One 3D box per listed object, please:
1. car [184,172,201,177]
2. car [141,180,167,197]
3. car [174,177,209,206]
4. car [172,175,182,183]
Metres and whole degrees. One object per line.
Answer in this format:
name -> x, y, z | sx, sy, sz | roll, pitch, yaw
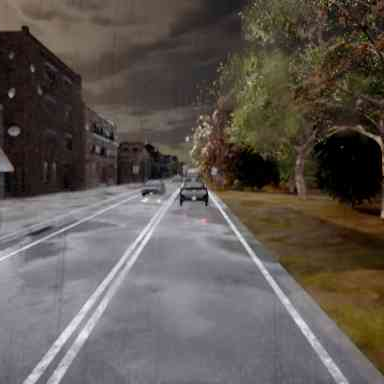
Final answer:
car -> 0.181, -1.453, 41.739 | 2.150, 2.045, 5.566 | 0, 3, 0
car -> -3.307, -0.410, 29.785 | 2.033, 1.411, 5.357 | 0, 4, 0
car -> 0.124, 0.007, 22.416 | 2.128, 1.511, 4.902 | 0, 4, 0
car -> -3.009, -2.833, 70.611 | 2.097, 1.767, 4.553 | 0, 3, 0
